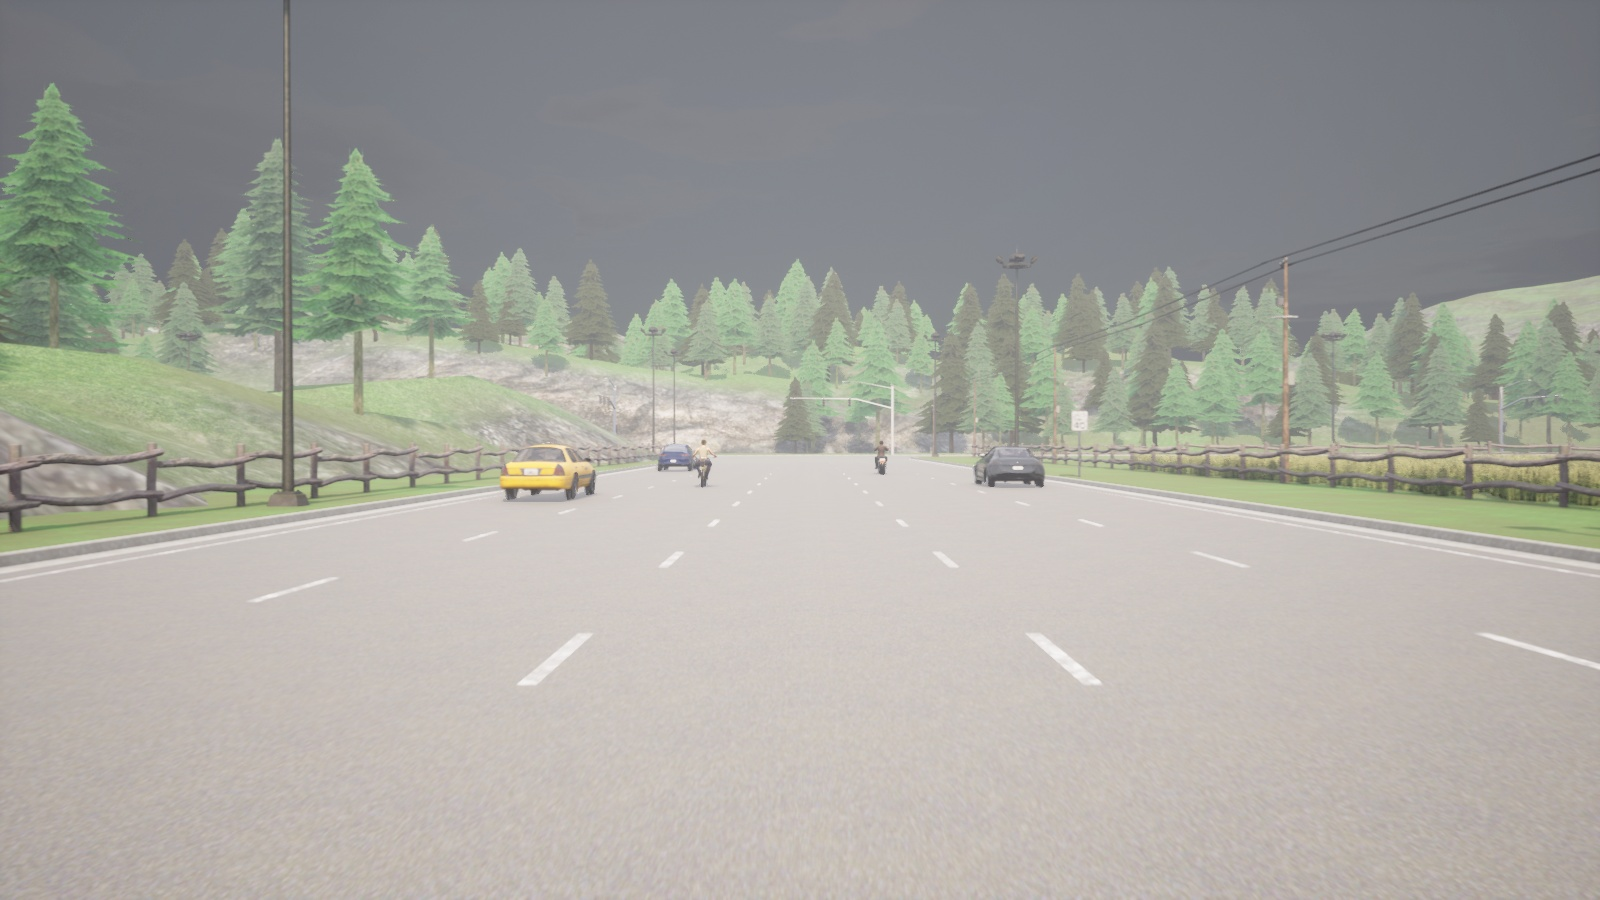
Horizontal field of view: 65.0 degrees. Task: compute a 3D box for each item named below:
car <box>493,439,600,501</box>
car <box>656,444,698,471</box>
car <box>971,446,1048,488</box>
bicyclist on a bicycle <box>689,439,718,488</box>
[{"bbox_3d":[-6.791,0.487,34.234,1.801,1.575,5.366,0,0,0],"label":"car"},{"bbox_3d":[-6.602,0.384,67.928,1.812,1.442,4.674,0,0,0],"label":"car"},{"bbox_3d":[7.263,0.568,43.945,1.994,1.385,4.181,0,0,0],"label":"car"},{"bbox_3d":[-3.250,0.441,42.462,0.866,1.612,1.509,0,0,1],"label":"bicyclist on a bicycle"}]
